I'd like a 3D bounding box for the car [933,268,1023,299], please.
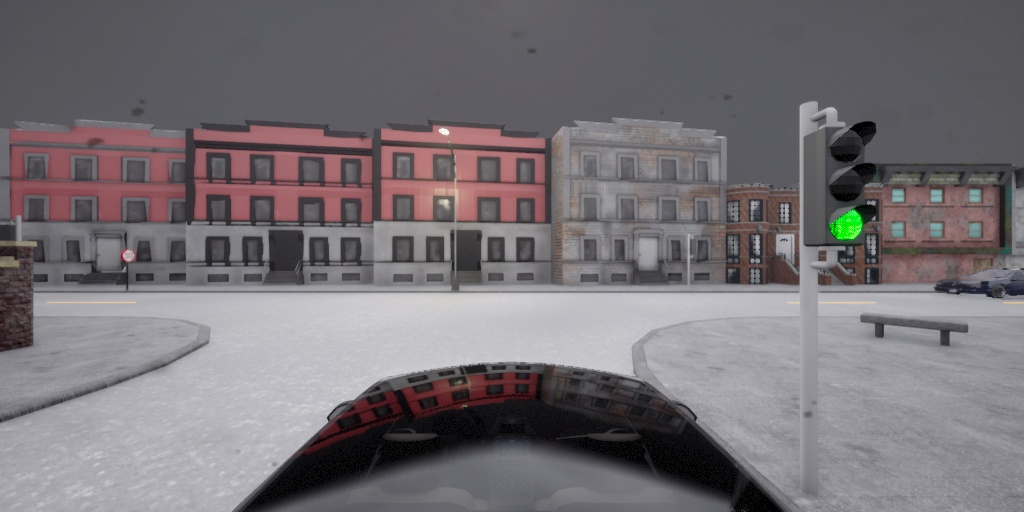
[{"bbox_3d":[23.980,1.295,17.328,5.357,1.411,2.033,0,0,0],"label":"car"}]
